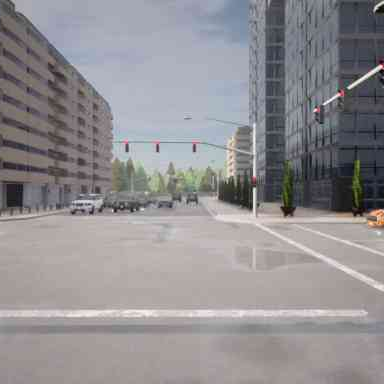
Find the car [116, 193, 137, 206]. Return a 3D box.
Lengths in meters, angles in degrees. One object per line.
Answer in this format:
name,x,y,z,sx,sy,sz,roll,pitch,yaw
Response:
car,-10.747,1.221,54.962,2.150,2.045,5.566,0,0,1

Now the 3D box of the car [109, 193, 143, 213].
car,-7.426,1.221,38.092,2.150,2.045,5.566,0,0,1

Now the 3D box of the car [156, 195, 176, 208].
car,-3.642,1.525,47.282,1.812,1.442,4.674,0,0,1

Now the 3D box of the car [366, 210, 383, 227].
car,13.575,1.407,21.083,4.553,1.767,2.097,0,0,0

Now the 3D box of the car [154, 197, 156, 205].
car,-7.198,1.564,58.356,1.994,1.385,4.181,0,0,1

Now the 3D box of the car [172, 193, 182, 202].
car,-3.417,1.225,74.670,2.150,2.045,5.566,0,0,1

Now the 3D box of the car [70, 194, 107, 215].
car,-10.935,1.221,34.917,2.150,2.045,5.566,0,0,-1

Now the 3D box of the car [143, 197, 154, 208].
car,-7.334,1.547,48.336,2.033,1.411,5.357,0,0,1

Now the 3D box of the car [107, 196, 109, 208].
car,-10.876,1.352,44.761,2.097,1.767,4.553,0,0,1

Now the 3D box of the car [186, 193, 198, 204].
car,0.050,1.221,63.804,2.150,2.045,5.566,0,0,1

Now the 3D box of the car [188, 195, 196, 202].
car,0.083,1.500,74.517,1.837,1.490,4.892,0,0,1
